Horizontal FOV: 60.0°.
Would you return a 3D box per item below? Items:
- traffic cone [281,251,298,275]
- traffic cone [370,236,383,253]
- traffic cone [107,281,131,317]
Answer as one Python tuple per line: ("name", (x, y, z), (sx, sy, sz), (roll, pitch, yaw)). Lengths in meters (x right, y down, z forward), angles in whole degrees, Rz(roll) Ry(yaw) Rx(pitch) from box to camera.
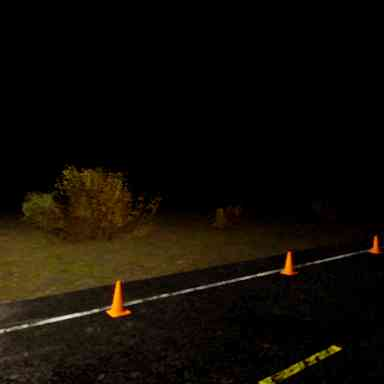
("traffic cone", (2.670, 1.922, 9.094), (0.340, 0.580, 0.340), (0, 0, -36))
("traffic cone", (6.670, 1.896, 12.054), (0.340, 0.580, 0.340), (0, 0, -37))
("traffic cone", (-1.354, 1.947, 6.166), (0.340, 0.580, 0.340), (0, 0, -36))
